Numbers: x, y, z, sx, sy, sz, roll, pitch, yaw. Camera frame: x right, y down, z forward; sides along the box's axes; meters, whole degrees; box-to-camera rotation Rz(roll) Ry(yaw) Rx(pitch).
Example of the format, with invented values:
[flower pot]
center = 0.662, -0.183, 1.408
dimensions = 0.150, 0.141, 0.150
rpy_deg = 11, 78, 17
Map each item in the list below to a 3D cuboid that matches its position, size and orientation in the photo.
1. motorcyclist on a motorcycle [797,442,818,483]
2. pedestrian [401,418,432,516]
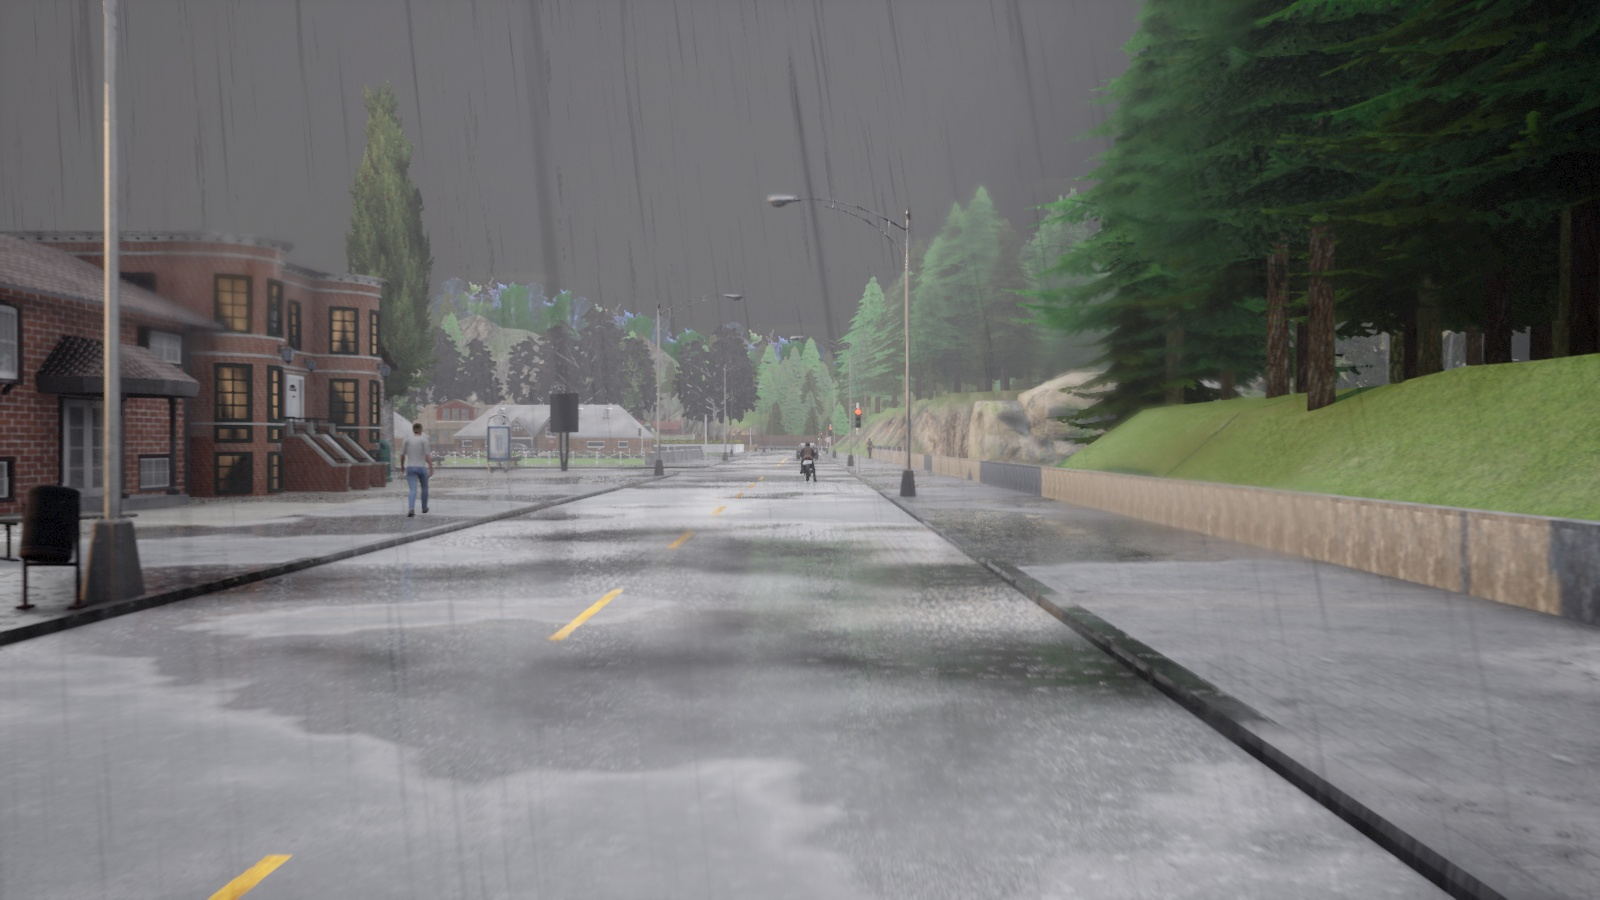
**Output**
[motorcyclist on a motorcycle]
center = 0.294, 0.459, 47.940
dimensions = 0.797, 1.523, 2.044
rpy_deg = 0, 0, 0
[pedestrian]
center = -7.287, 0.314, 23.867
dimensions = 0.354, 1.836, 0.706
rpy_deg = 0, 0, 1
